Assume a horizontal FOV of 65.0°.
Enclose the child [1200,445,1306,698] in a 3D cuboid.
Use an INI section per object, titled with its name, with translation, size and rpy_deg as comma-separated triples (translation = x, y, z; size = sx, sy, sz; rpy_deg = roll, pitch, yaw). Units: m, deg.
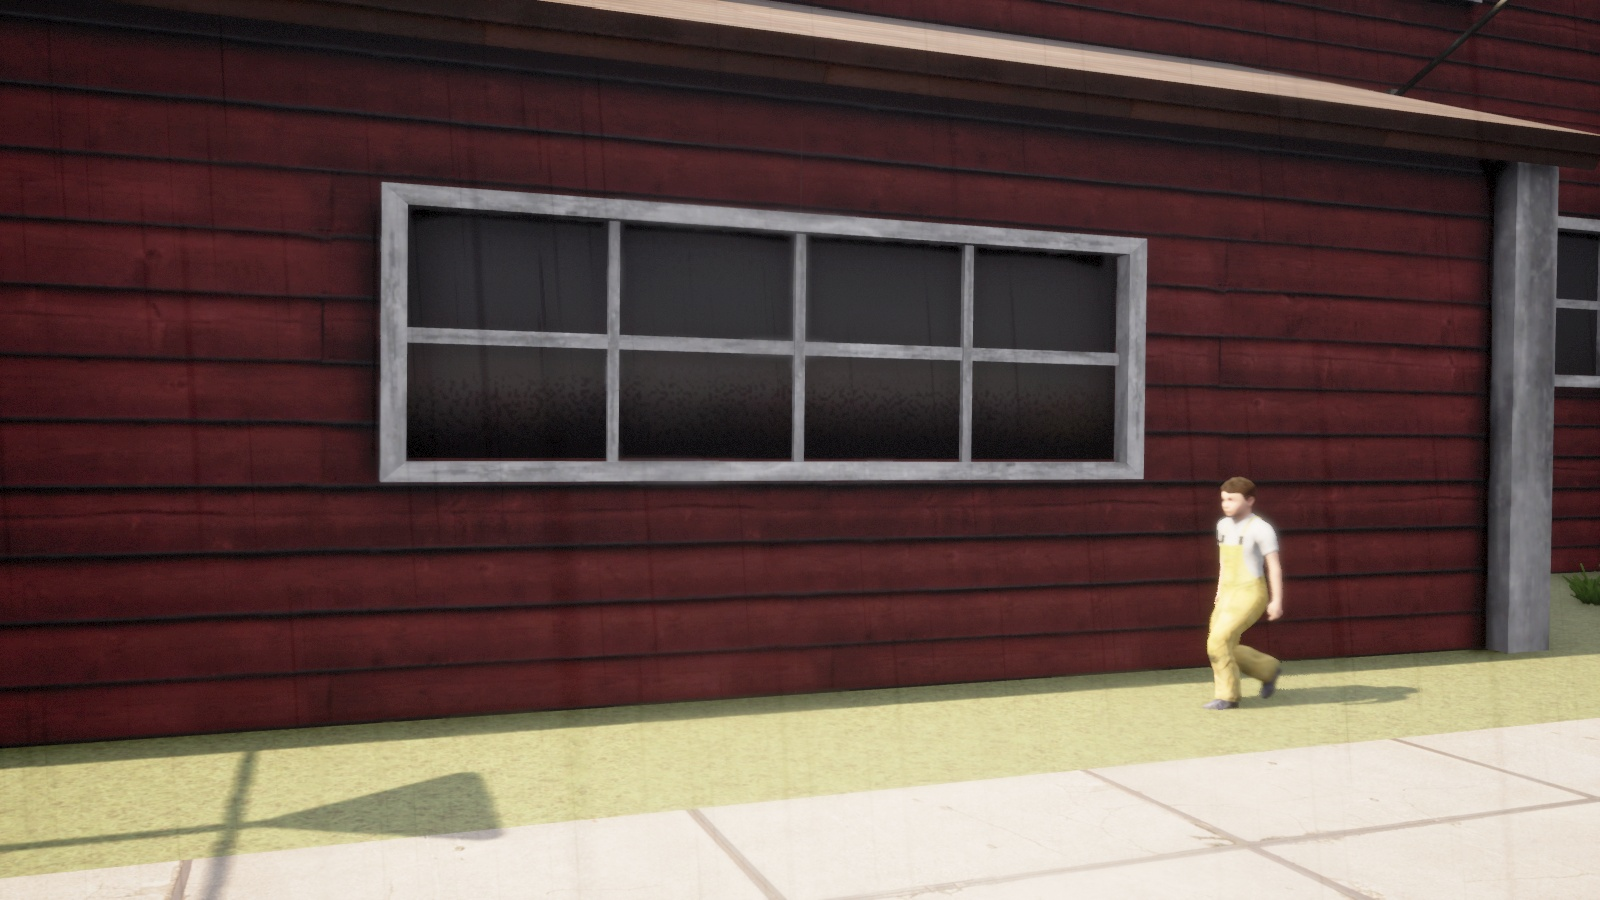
[child]
translation = 2.336, 0.609, 6.481
size = 0.437, 1.263, 0.270
rpy_deg = -1, 1, -17
